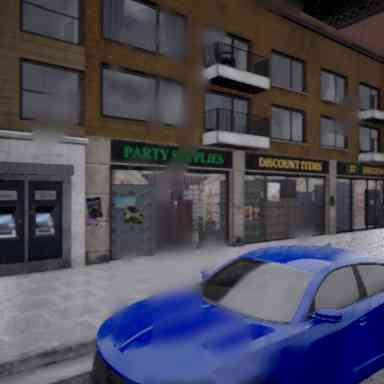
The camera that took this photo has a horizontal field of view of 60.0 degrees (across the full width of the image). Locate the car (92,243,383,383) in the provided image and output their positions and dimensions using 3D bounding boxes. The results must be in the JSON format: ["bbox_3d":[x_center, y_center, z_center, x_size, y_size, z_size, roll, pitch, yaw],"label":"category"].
[{"bbox_3d":[1.282,1.491,4.287,5.008,1.535,1.882,0,0,-35],"label":"car"}]
